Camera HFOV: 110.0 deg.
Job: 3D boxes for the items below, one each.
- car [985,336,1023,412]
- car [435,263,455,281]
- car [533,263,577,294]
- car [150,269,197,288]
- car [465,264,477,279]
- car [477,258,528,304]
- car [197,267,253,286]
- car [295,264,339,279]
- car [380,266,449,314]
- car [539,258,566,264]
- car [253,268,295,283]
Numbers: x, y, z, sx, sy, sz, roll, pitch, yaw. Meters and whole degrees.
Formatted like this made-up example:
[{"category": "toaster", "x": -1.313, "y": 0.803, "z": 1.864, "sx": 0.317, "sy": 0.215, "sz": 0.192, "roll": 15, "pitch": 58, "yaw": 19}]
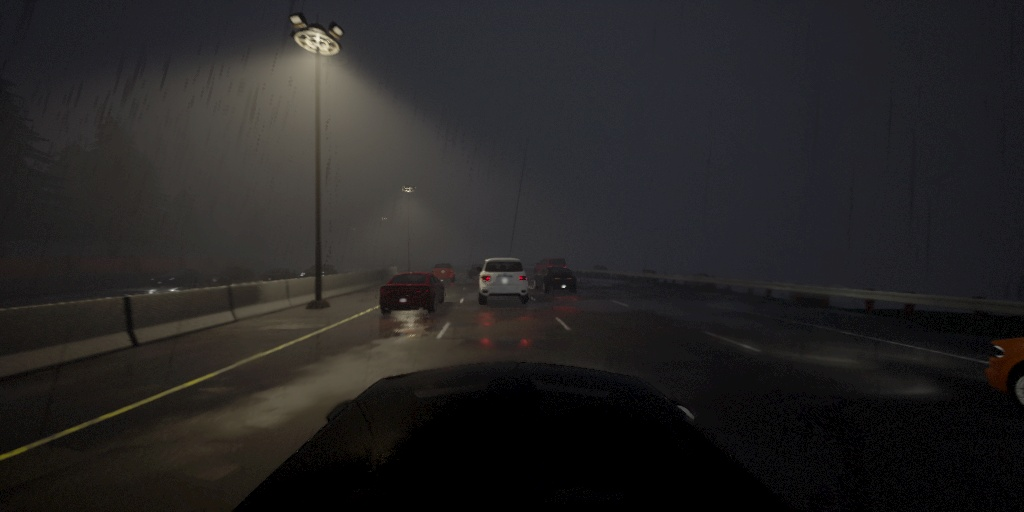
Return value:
[{"category": "car", "x": 7.051, "y": 1.170, "z": 2.483, "sx": 1.882, "sy": 1.535, "sz": 5.008, "roll": 0, "pitch": 0, "yaw": 0}, {"category": "car", "x": -6.548, "y": 1.447, "z": 34.016, "sx": 2.097, "sy": 1.767, "sz": 4.553, "roll": -1, "pitch": -1, "yaw": -11}, {"category": "car", "x": 2.523, "y": 1.412, "z": 21.917, "sx": 1.837, "sy": 1.490, "sz": 4.892, "roll": 0, "pitch": 0, "yaw": -7}, {"category": "car", "x": -27.307, "y": 1.773, "z": 29.623, "sx": 1.812, "sy": 1.442, "sz": 4.674, "roll": 0, "pitch": 0, "yaw": -11}, {"category": "car", "x": -3.893, "y": 1.620, "z": 38.715, "sx": 1.837, "sy": 1.490, "sz": 4.892, "roll": 0, "pitch": 0, "yaw": -13}, {"category": "car", "x": -0.543, "y": 1.120, "z": 17.755, "sx": 2.150, "sy": 2.045, "sz": 5.566, "roll": 0, "pitch": 0, "yaw": -5}, {"category": "car", "x": -23.978, "y": 1.718, "z": 30.800, "sx": 2.128, "sy": 1.511, "sz": 4.902, "roll": 0, "pitch": 0, "yaw": -11}, {"category": "car", "x": -17.091, "y": 1.525, "z": 31.985, "sx": 2.097, "sy": 1.767, "sz": 4.553, "roll": 0, "pitch": 0, "yaw": -11}, {"category": "car", "x": -3.915, "y": 1.379, "z": 14.726, "sx": 1.882, "sy": 1.535, "sz": 5.008, "roll": 0, "pitch": 0, "yaw": -4}, {"category": "car", "x": 3.860, "y": 1.246, "z": 36.486, "sx": 2.150, "sy": 2.045, "sz": 5.566, "roll": 0, "pitch": 0, "yaw": -12}, {"category": "car", "x": -20.624, "y": 1.770, "z": 31.867, "sx": 1.994, "sy": 1.385, "sz": 4.181, "roll": 0, "pitch": -1, "yaw": -12}]
